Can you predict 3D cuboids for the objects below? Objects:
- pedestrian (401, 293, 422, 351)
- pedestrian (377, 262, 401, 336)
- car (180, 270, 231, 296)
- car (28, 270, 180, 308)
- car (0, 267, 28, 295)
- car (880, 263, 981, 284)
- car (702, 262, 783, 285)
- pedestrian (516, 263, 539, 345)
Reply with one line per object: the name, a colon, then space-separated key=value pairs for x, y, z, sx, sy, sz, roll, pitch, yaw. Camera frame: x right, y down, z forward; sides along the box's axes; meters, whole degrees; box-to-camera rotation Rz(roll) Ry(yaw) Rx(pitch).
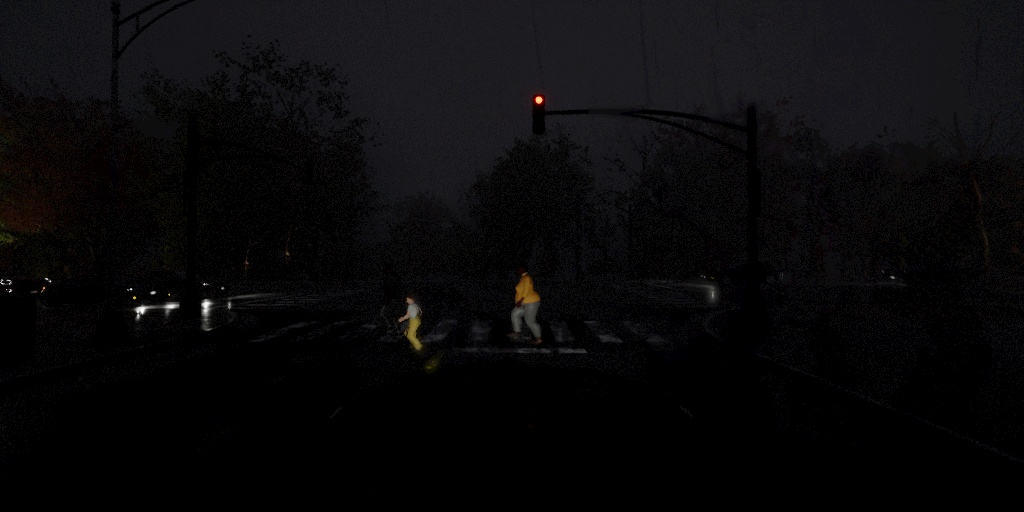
pedestrian: x=-2.021 y=1.325 z=7.528 sx=0.375 sy=1.300 sz=0.375 roll=1 pitch=-1 yaw=1
pedestrian: x=-2.955 y=1.030 z=8.743 sx=0.375 sy=1.860 sz=0.375 roll=1 pitch=-1 yaw=1
car: x=-17.374 y=1.422 z=18.671 sx=4.674 sy=1.442 sz=1.812 roll=-1 pitch=-1 yaw=1
car: x=-17.347 y=1.415 z=15.413 sx=4.181 sy=1.385 sz=1.994 roll=-1 pitch=-1 yaw=2
car: x=-27.450 y=1.352 z=19.011 sx=4.553 sy=1.767 sz=2.097 roll=-1 pitch=-1 yaw=2
car: x=27.632 y=1.128 z=23.845 sx=4.718 sy=1.301 sz=1.895 roll=-1 pitch=-1 yaw=2
car: x=15.494 y=1.156 z=24.257 sx=4.892 sy=1.490 sz=1.837 roll=-1 pitch=-1 yaw=2
pedestrian: x=0.338 y=1.044 z=8.107 sx=0.375 sy=1.860 sz=0.375 roll=1 pitch=-1 yaw=1
